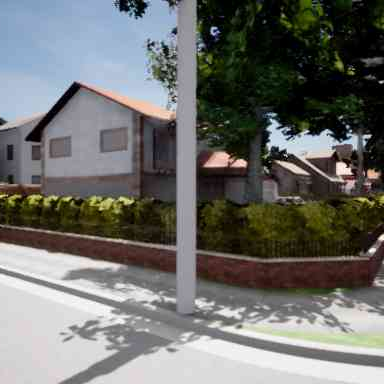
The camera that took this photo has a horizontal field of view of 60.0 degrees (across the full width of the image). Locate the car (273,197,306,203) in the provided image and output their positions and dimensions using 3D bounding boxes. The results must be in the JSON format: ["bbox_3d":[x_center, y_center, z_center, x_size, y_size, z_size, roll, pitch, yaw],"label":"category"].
[{"bbox_3d":[8.138,1.136,26.221,3.806,1.475,1.970,0,0,36],"label":"car"}]
